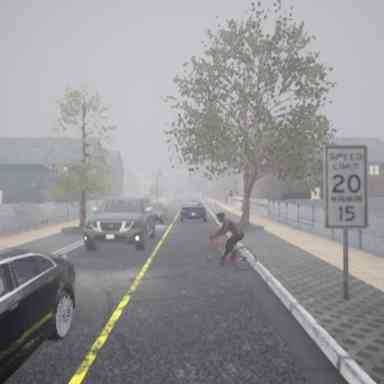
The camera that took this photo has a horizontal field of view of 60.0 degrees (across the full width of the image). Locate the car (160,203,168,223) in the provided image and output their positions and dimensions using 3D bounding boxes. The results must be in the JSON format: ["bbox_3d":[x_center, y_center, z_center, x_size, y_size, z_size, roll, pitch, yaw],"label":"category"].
[{"bbox_3d":[-2.841,1.499,24.997,2.033,1.411,5.357,0,0,1],"label":"car"}]

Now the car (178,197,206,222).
[{"bbox_3d":[0.097,1.427,26.203,1.882,1.535,5.008,0,0,0],"label":"car"}]

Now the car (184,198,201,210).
[{"bbox_3d":[0.095,1.460,42.212,2.033,1.411,5.357,0,0,0],"label":"car"}]

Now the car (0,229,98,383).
[{"bbox_3d":[-2.850,1.485,3.711,2.128,1.511,4.902,0,0,0],"label":"car"}]

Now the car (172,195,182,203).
[{"bbox_3d":[-2.791,1.356,65.550,1.837,1.490,4.892,0,0,1],"label":"car"}]

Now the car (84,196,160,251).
[{"bbox_3d":[-2.852,1.195,14.316,2.150,2.045,5.566,0,0,0],"label":"car"}]

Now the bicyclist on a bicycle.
[{"bbox_3d":[0.952,1.382,9.148,1.656,1.620,0.582,0,1,-1],"label":"bicyclist on a bicycle"}]
